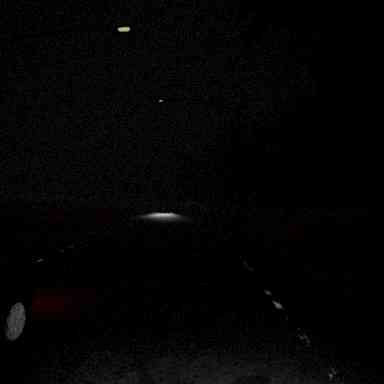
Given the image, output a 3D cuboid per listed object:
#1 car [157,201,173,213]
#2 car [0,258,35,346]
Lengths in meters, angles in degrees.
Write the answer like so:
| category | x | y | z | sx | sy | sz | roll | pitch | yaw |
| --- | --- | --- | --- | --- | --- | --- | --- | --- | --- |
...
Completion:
| category | x | y | z | sx | sy | sz | roll | pitch | yaw |
| --- | --- | --- | --- | --- | --- | --- | --- | --- | --- |
| car | -3.538 | 1.959 | 43.891 | 2.128 | 1.511 | 4.902 | 0 | -1 | 0 |
| car | -3.596 | 1.513 | 3.602 | 1.882 | 1.535 | 5.008 | 0 | -1 | 0 |
